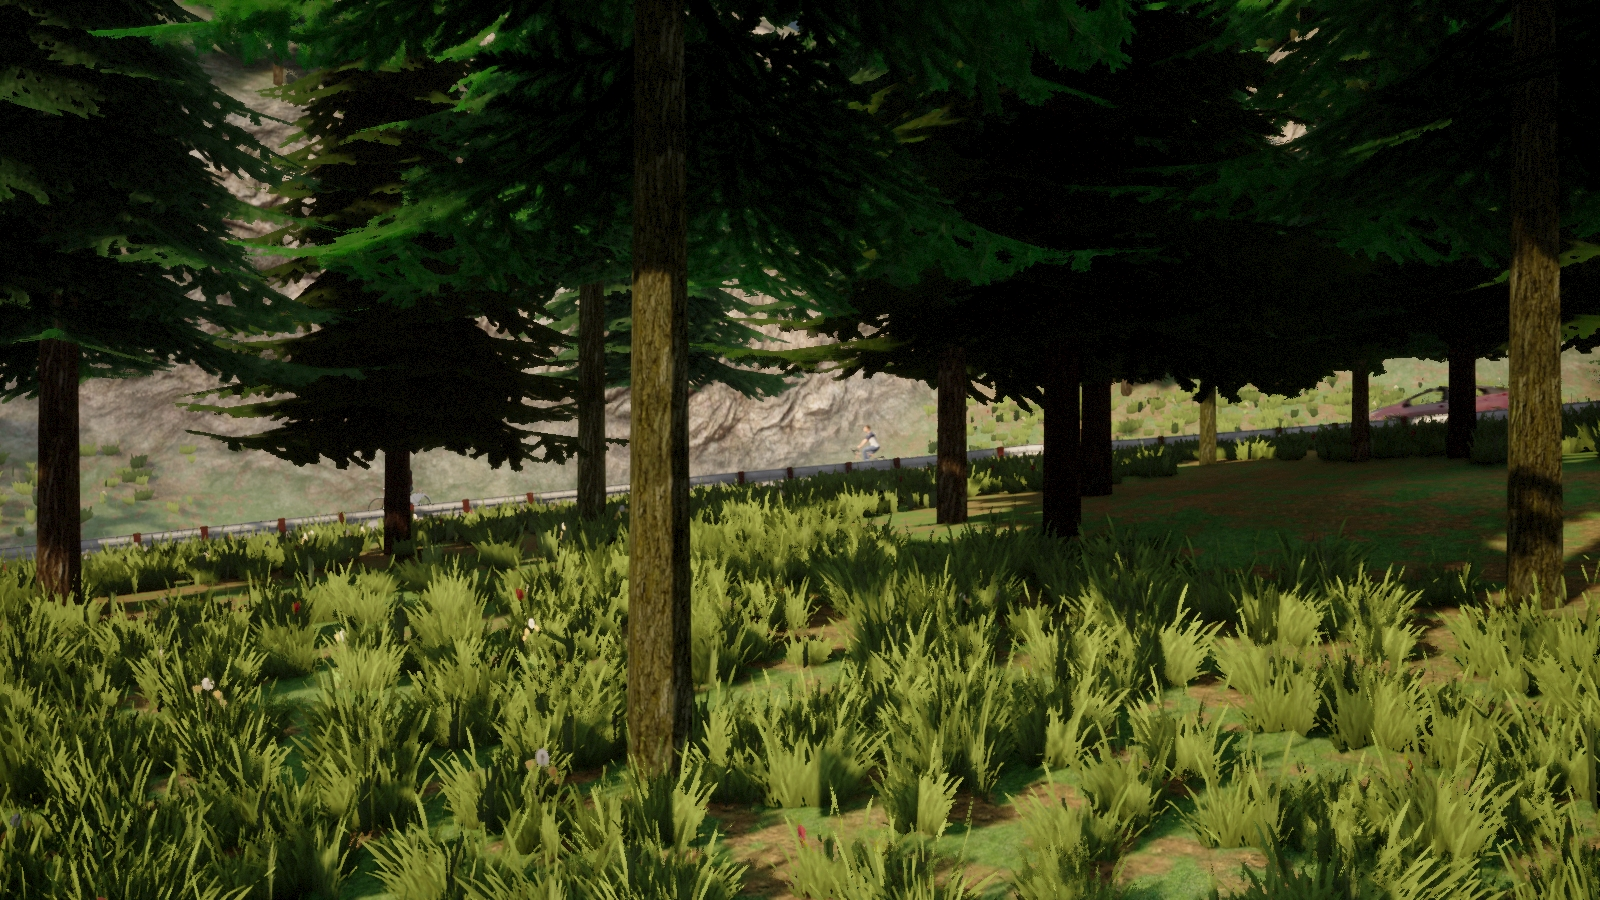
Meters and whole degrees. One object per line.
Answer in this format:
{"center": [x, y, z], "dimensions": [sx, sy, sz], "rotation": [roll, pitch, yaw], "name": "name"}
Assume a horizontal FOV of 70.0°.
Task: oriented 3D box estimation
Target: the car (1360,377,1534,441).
{"center": [20.225, -1.227, 35.962], "dimensions": [4.514, 1.525, 2.007], "rotation": [-5, -2, 25], "name": "car"}

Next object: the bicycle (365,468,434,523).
{"center": [-12.075, 1.355, 34.490], "dimensions": [1.835, 1.471, 0.329], "rotation": [-5, 2, -29], "name": "bicycle"}

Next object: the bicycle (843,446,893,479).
{"center": [2.346, 0.422, 39.575], "dimensions": [1.643, 1.024, 0.373], "rotation": [-4, 1, -4], "name": "bicycle"}
